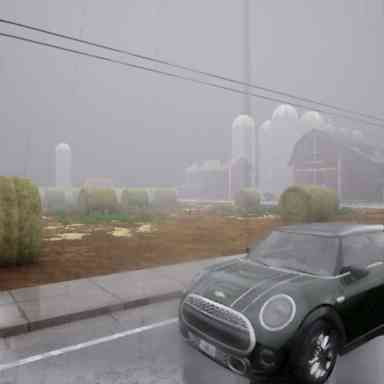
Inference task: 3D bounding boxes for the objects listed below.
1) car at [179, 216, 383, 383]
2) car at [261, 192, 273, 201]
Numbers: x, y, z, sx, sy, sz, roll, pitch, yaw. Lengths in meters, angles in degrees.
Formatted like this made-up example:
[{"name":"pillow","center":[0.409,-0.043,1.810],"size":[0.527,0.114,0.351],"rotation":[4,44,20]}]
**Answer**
[{"name":"car","center":[2.000,1.351,5.482],"size":[4.553,1.767,2.097],"rotation":[0,0,-36]},{"name":"car","center":[15.789,1.113,72.832],"size":[3.866,1.878,1.905],"rotation":[-2,5,10]}]
